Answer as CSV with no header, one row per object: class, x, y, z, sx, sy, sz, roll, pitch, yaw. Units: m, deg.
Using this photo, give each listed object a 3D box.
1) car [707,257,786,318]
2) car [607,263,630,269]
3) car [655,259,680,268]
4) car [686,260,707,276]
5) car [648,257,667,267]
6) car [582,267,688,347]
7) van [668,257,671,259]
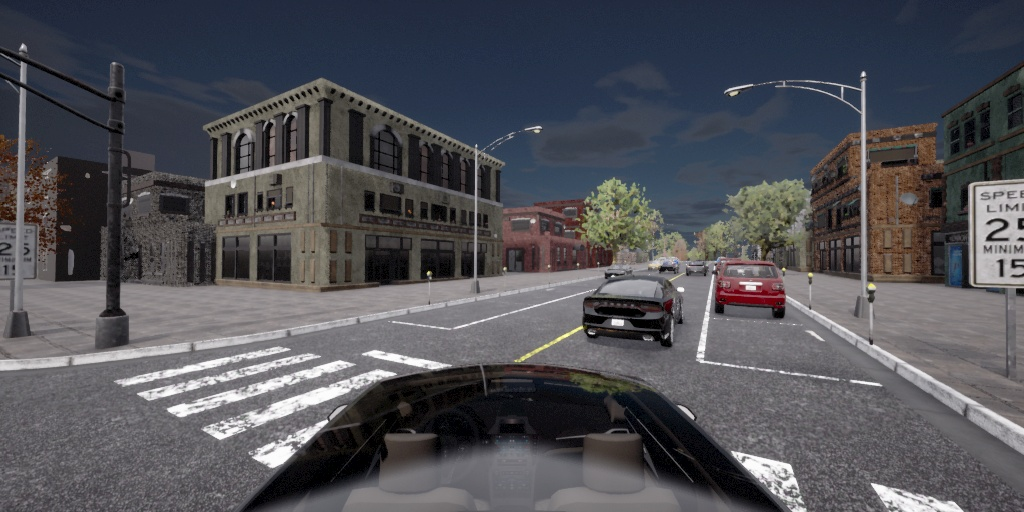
car,8.572,1.069,13.192,2.192,1.841,5.009,0,0,30
car,9.523,1.324,31.779,1.948,1.339,4.313,0,0,30
car,18.234,1.361,41.627,1.895,1.301,4.718,0,0,30
car,19.040,1.252,36.877,2.128,1.511,4.902,0,0,30
car,20.421,1.286,50.893,1.751,1.417,4.829,0,0,30
car,3.419,1.230,9.586,1.882,1.535,5.008,0,0,30
van,23.251,1.101,55.856,1.690,1.789,3.998,0,0,30
